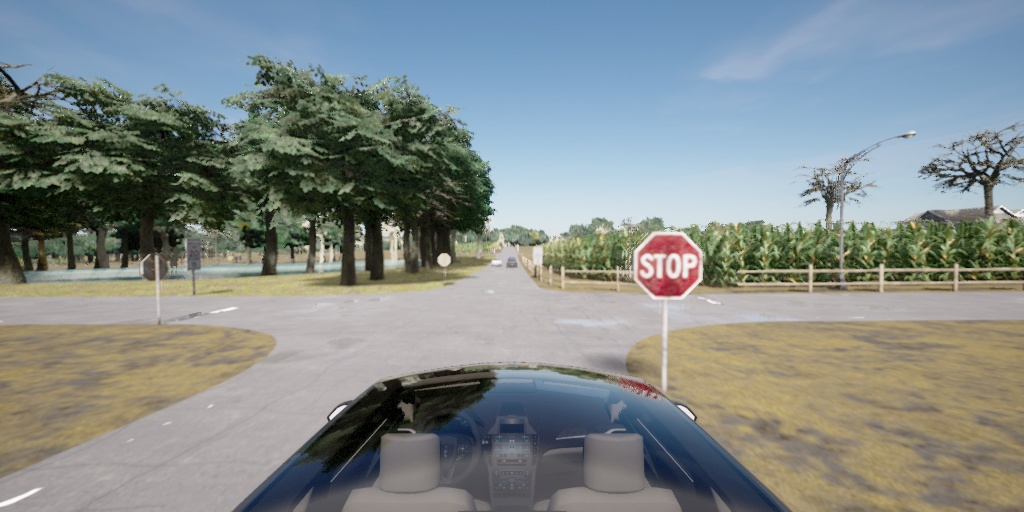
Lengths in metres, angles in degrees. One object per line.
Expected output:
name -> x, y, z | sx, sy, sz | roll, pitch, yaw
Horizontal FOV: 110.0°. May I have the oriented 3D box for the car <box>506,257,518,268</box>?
car -> -0.015, 1.208, 60.680 | 2.128, 1.511, 4.902 | 0, 1, 0
